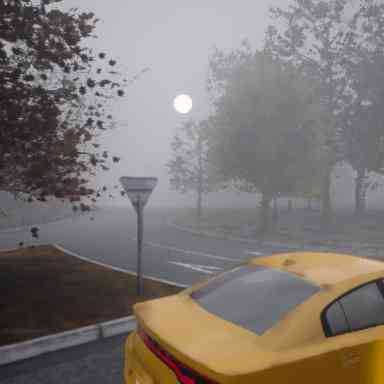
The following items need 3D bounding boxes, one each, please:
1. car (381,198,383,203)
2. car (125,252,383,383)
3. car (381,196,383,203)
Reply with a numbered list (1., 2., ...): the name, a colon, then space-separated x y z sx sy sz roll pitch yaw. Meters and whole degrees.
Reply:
1. car: 42.523 1.566 70.347 4.553 1.767 2.185 0 0 39
2. car: 1.756 1.477 3.926 5.008 1.535 1.882 0 0 -29
3. car: 44.243 1.682 72.509 5.008 1.535 2.097 0 0 39
